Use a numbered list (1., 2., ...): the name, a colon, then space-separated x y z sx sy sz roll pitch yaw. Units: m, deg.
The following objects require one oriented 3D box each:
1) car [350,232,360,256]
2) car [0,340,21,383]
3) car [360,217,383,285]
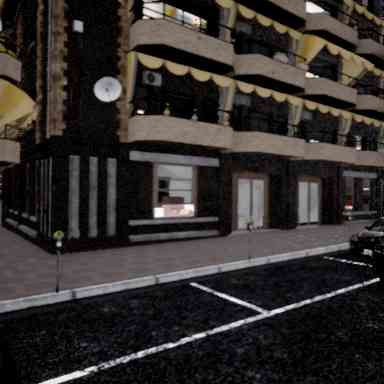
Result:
1. car: 7.407 1.543 11.817 4.313 1.339 1.947 0 1 -35
2. car: -3.146 1.604 1.136 4.718 1.301 1.895 0 0 -35
3. car: 6.684 1.204 8.123 5.566 2.045 2.150 0 0 -35
